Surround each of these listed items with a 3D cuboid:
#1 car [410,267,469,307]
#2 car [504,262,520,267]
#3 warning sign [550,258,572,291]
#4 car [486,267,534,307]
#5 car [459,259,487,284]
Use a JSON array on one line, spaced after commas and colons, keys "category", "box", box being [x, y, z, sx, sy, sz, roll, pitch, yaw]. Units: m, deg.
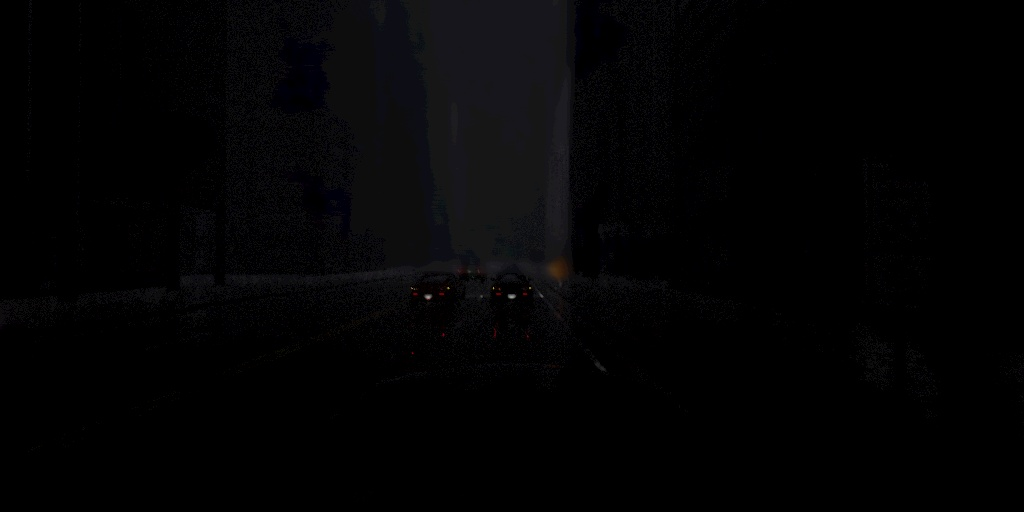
[{"category": "car", "box": [-3.251, 1.415, 16.247, 1.812, 1.442, 4.674, 0, 0, 0]}, {"category": "car", "box": [-0.009, 1.516, 31.327, 1.882, 1.535, 5.008, 0, 0, 0]}, {"category": "warning sign", "box": [2.840, 1.050, 20.918, 1.300, 1.860, 1.060, 0, 0, 0]}, {"category": "car", "box": [-0.001, 1.415, 16.241, 1.812, 1.442, 4.674, 0, 0, 0]}, {"category": "car", "box": [-3.263, 1.385, 30.933, 2.097, 1.767, 4.553, 0, -1, 0]}]
